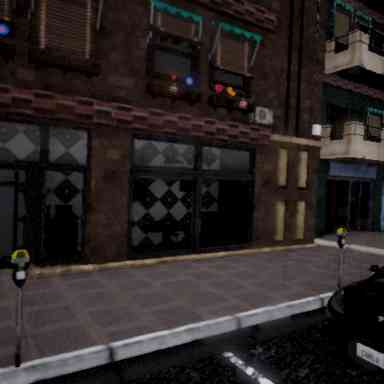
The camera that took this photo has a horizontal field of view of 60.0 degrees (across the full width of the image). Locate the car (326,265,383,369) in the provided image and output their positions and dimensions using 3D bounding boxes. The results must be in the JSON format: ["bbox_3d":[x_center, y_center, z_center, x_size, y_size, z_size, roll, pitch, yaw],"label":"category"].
[{"bbox_3d":[3.918,1.541,4.970,4.313,1.339,1.947,1,2,-32],"label":"car"}]
